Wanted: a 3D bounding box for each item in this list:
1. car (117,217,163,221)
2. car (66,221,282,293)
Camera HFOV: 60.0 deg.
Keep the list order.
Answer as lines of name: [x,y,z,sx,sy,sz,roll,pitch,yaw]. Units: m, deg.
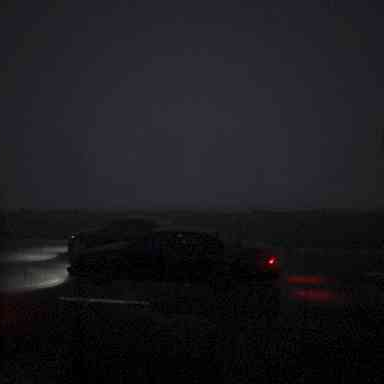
car: [-2.396,1.678,12.682,4.674,1.442,1.812,-1,-1,11]
car: [-0.444,1.642,8.754,5.357,1.411,2.033,-1,-1,11]
